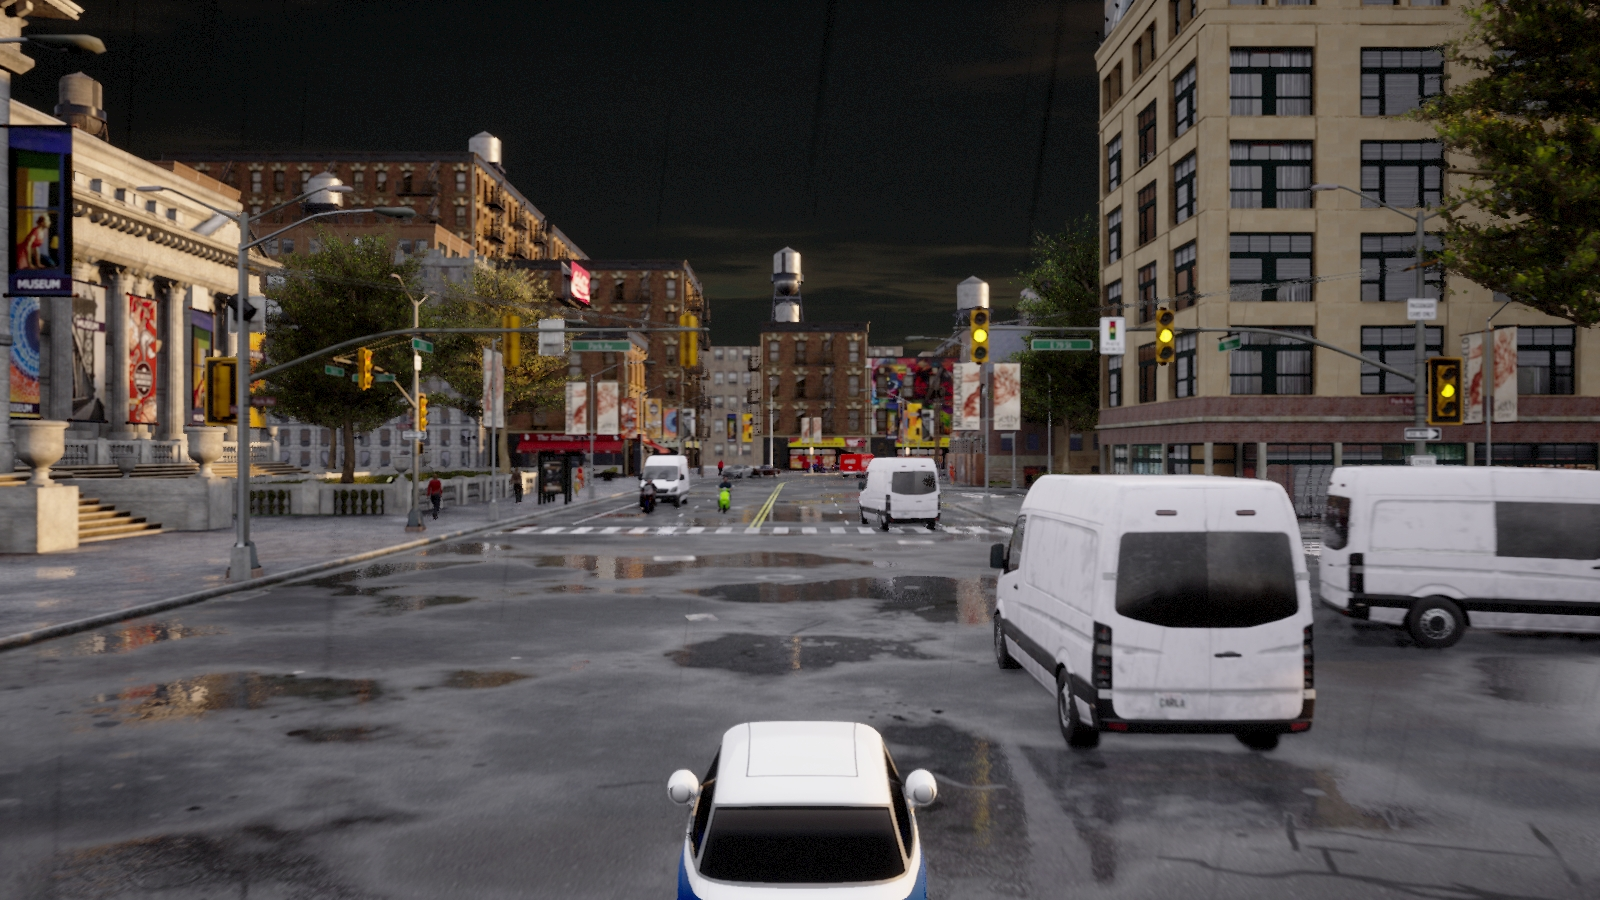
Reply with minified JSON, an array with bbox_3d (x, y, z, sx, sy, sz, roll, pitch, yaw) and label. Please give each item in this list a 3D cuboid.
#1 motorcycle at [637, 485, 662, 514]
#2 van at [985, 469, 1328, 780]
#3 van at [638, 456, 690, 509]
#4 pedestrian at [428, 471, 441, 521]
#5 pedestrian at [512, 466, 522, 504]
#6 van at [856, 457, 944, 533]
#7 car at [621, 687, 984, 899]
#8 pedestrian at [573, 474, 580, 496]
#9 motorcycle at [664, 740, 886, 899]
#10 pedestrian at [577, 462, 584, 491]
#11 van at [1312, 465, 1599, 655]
[{"bbox_3d":[-6.898,2.243,52.430,0.867,1.251,2.209,0,0,0],"label":"motorcycle"},{"bbox_3d":[3.532,1.545,12.743,1.988,2.561,5.915,0,0,0],"label":"van"},{"bbox_3d":[-6.879,1.576,58.351,1.988,2.561,5.915,0,0,0],"label":"van"},{"bbox_3d":[-13.734,1.727,42.952,0.375,1.860,0.375,0,0,1],"label":"pedestrian"},{"bbox_3d":[-14.095,1.738,56.890,0.375,1.860,0.375,0,0,0],"label":"pedestrian"},{"bbox_3d":[3.580,1.565,42.192,1.988,2.561,5.915,0,0,-7],"label":"van"},{"bbox_3d":[0.011,2.125,5.766,1.481,1.376,2.207,0,1,0],"label":"car"},{"bbox_3d":[-12.981,2.024,66.399,0.375,1.300,0.375,0,0,-1],"label":"pedestrian"},{"bbox_3d":[-0.094,2.187,5.308,0.856,1.236,1.805,0,0,0],"label":"motorcycle"},{"bbox_3d":[-14.530,1.751,75.590,0.375,1.860,0.375,0,0,5],"label":"pedestrian"},{"bbox_3d":[10.933,1.545,16.789,5.915,2.561,1.988,0,0,12],"label":"van"}]
